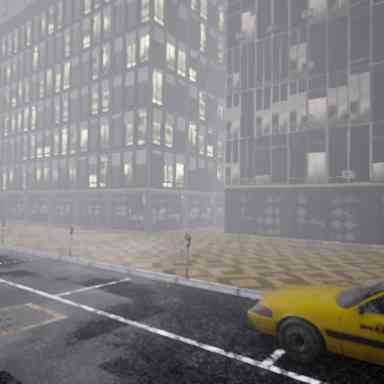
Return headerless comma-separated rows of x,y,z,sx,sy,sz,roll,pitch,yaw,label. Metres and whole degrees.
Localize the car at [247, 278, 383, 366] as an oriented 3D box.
3.146,1.744,4.584,4.829,1.417,1.752,-1,-2,37,car
